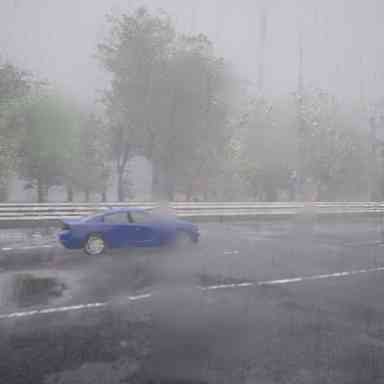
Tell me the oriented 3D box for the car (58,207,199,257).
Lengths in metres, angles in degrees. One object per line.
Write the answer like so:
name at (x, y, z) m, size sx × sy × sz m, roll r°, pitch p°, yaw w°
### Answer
car at (-2.157, 1.318, 12.057) m, size 5.008 × 1.535 × 1.882 m, roll 1°, pitch 0°, yaw -24°
